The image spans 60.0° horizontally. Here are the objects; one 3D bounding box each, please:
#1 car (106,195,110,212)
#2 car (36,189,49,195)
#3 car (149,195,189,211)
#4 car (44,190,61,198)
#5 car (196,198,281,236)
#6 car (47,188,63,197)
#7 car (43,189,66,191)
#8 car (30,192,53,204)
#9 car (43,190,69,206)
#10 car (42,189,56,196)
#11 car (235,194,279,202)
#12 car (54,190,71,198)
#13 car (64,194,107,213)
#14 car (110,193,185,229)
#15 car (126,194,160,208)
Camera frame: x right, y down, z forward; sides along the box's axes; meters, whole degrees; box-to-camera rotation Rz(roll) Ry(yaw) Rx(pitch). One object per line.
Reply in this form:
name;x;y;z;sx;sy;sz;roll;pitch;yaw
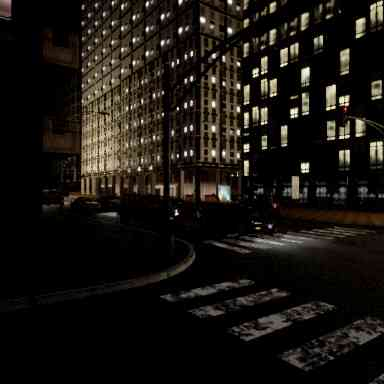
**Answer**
car;-7.522;1.001;30.514;1.812;1.442;4.674;0;1;-36
car;-35.038;-0.010;78.107;1.887;1.381;4.507;1;0;-36
car;-2.363;1.071;33.281;1.947;1.339;4.313;1;0;-36
car;-25.516;0.383;60.618;1.994;1.385;4.181;0;1;-36
car;2.168;1.287;17.214;1.837;1.490;4.892;0;1;-36
car;-28.500;0.100;69.141;1.967;1.590;4.097;1;0;-36
car;-19.220;0.575;46.680;1.882;1.535;5.008;0;1;-36
car;-18.898;0.753;41.738;1.802;1.307;4.206;2;0;-36
car;-15.631;0.827;37.257;2.008;1.369;4.403;2;0;-36
car;-31.770;0.097;73.625;1.887;1.381;4.507;1;0;-36
car;4.178;1.027;24.315;2.192;1.841;5.009;1;0;-36
car;-25.236;0.310;64.660;1.887;1.381;4.507;1;0;-36
car;-9.098;1.068;28.294;1.802;1.307;4.206;2;0;-36
car;-2.557;1.008;19.330;2.192;1.841;5.009;2;0;-36
car;-5.631;0.966;37.764;1.947;1.339;4.313;1;0;-36
